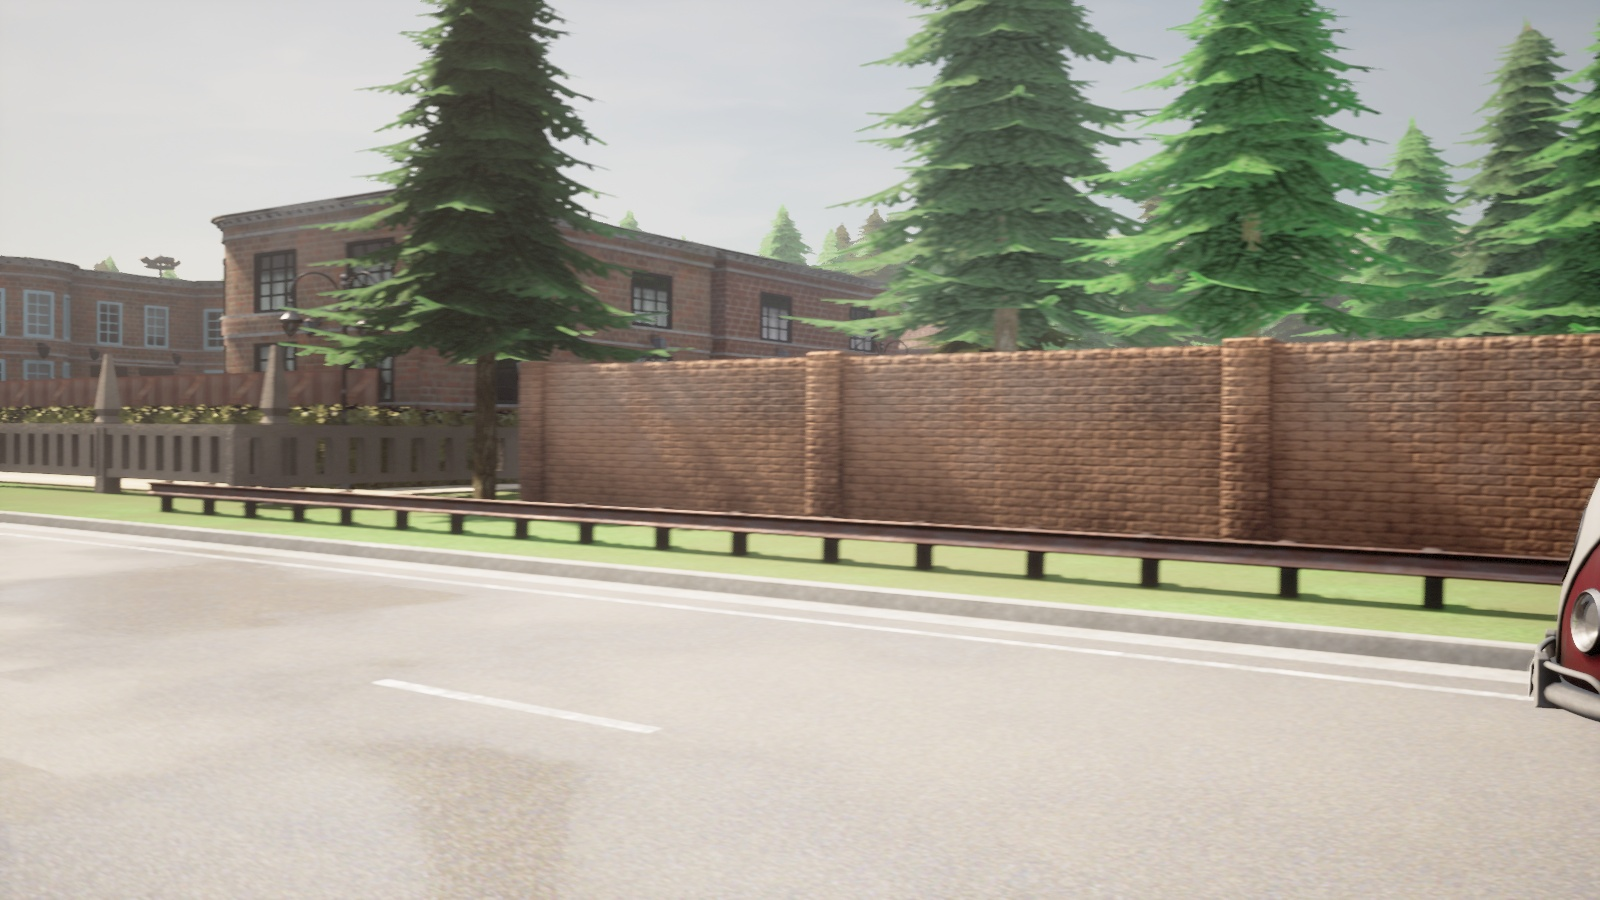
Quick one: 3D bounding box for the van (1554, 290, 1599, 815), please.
[{"bbox_3d":[5.242,0.377,4.338,4.442,1.987,1.775,0,1,34],"label":"van"}]
